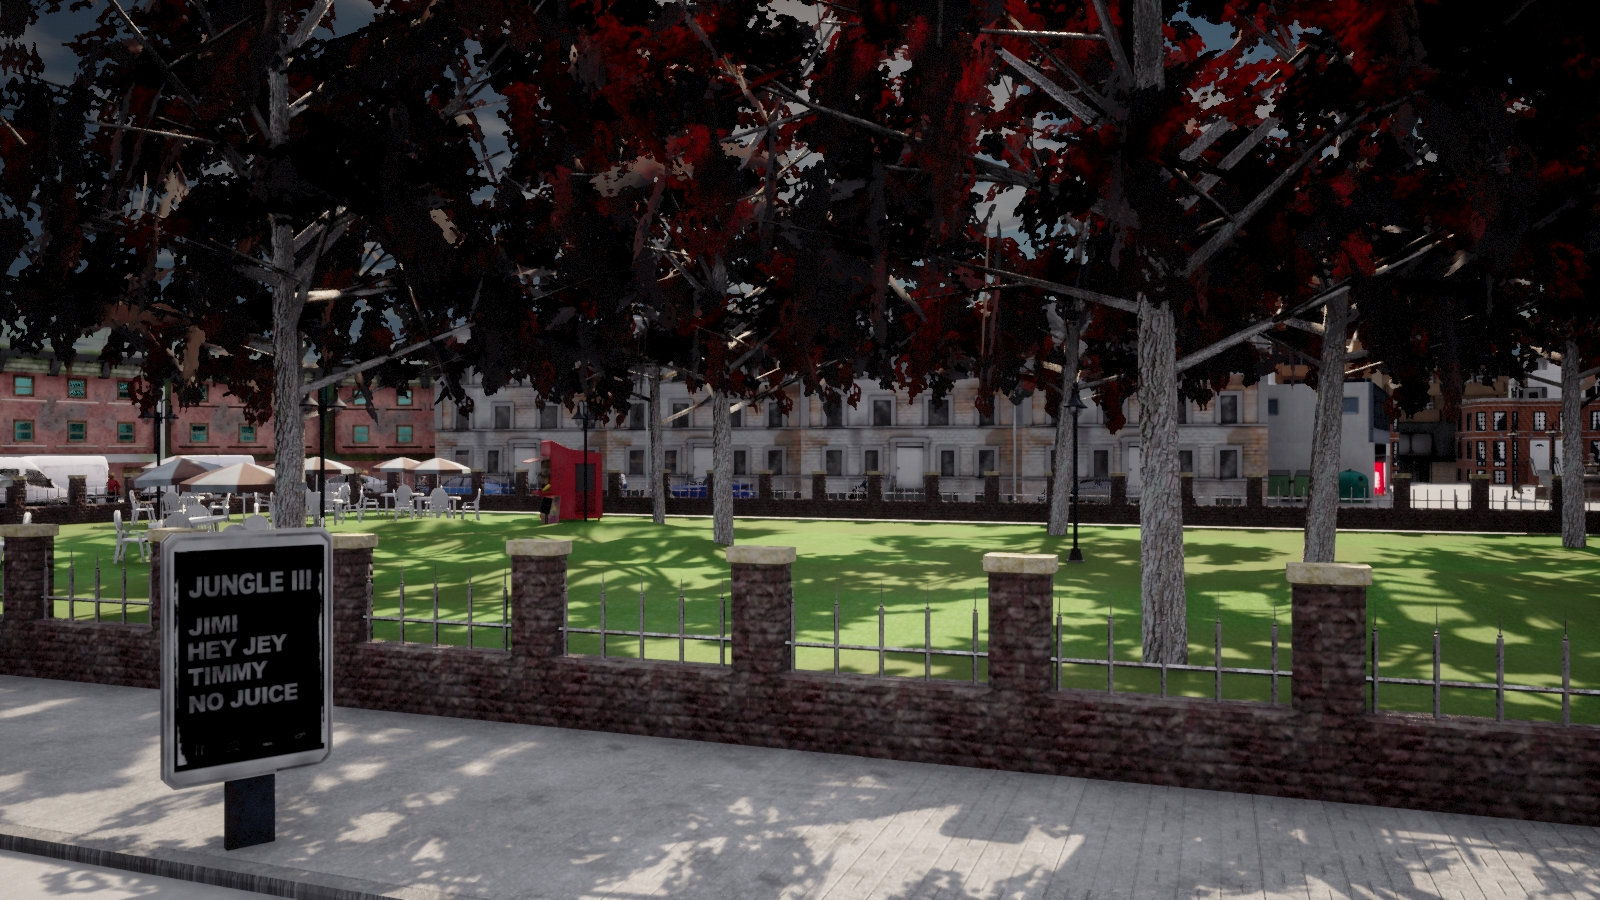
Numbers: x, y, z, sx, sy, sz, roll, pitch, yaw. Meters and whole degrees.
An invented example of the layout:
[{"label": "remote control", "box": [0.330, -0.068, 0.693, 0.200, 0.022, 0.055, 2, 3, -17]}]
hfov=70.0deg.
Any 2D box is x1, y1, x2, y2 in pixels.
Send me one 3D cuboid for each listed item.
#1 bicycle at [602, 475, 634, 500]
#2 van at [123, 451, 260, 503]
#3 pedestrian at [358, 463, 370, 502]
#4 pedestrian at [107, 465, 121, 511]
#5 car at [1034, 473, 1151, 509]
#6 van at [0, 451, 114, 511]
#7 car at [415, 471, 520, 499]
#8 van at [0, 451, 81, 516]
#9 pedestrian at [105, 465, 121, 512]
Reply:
[{"label": "bicycle", "box": [-9.502, 1.948, 59.688, 1.643, 1.296, 0.373, 0, 0, 20]}, {"label": "van", "box": [-31.314, 1.336, 58.944, 1.988, 2.561, 5.915, 0, 0, 41]}, {"label": "pedestrian", "box": [-20.805, 1.540, 54.566, 0.375, 1.860, 0.375, 0, 0, 23]}, {"label": "pedestrian", "box": [-28.090, 1.543, 46.780, 0.375, 1.860, 0.375, 0, 0, 2]}, {"label": "car", "box": [13.180, 1.830, 51.468, 4.902, 1.511, 2.128, 0, 0, 20]}, {"label": "van", "box": [-34.456, 1.334, 51.696, 1.988, 2.561, 5.915, 0, 0, 21]}, {"label": "car", "box": [-18.262, 1.902, 62.828, 5.357, 1.411, 2.033, 0, 0, 19]}, {"label": "van", "box": [-32.312, 1.334, 45.821, 1.988, 2.561, 5.915, 0, 0, 20]}, {"label": "pedestrian", "box": [-27.504, 1.542, 45.734, 0.375, 1.860, 0.375, 0, 0, 7]}]
